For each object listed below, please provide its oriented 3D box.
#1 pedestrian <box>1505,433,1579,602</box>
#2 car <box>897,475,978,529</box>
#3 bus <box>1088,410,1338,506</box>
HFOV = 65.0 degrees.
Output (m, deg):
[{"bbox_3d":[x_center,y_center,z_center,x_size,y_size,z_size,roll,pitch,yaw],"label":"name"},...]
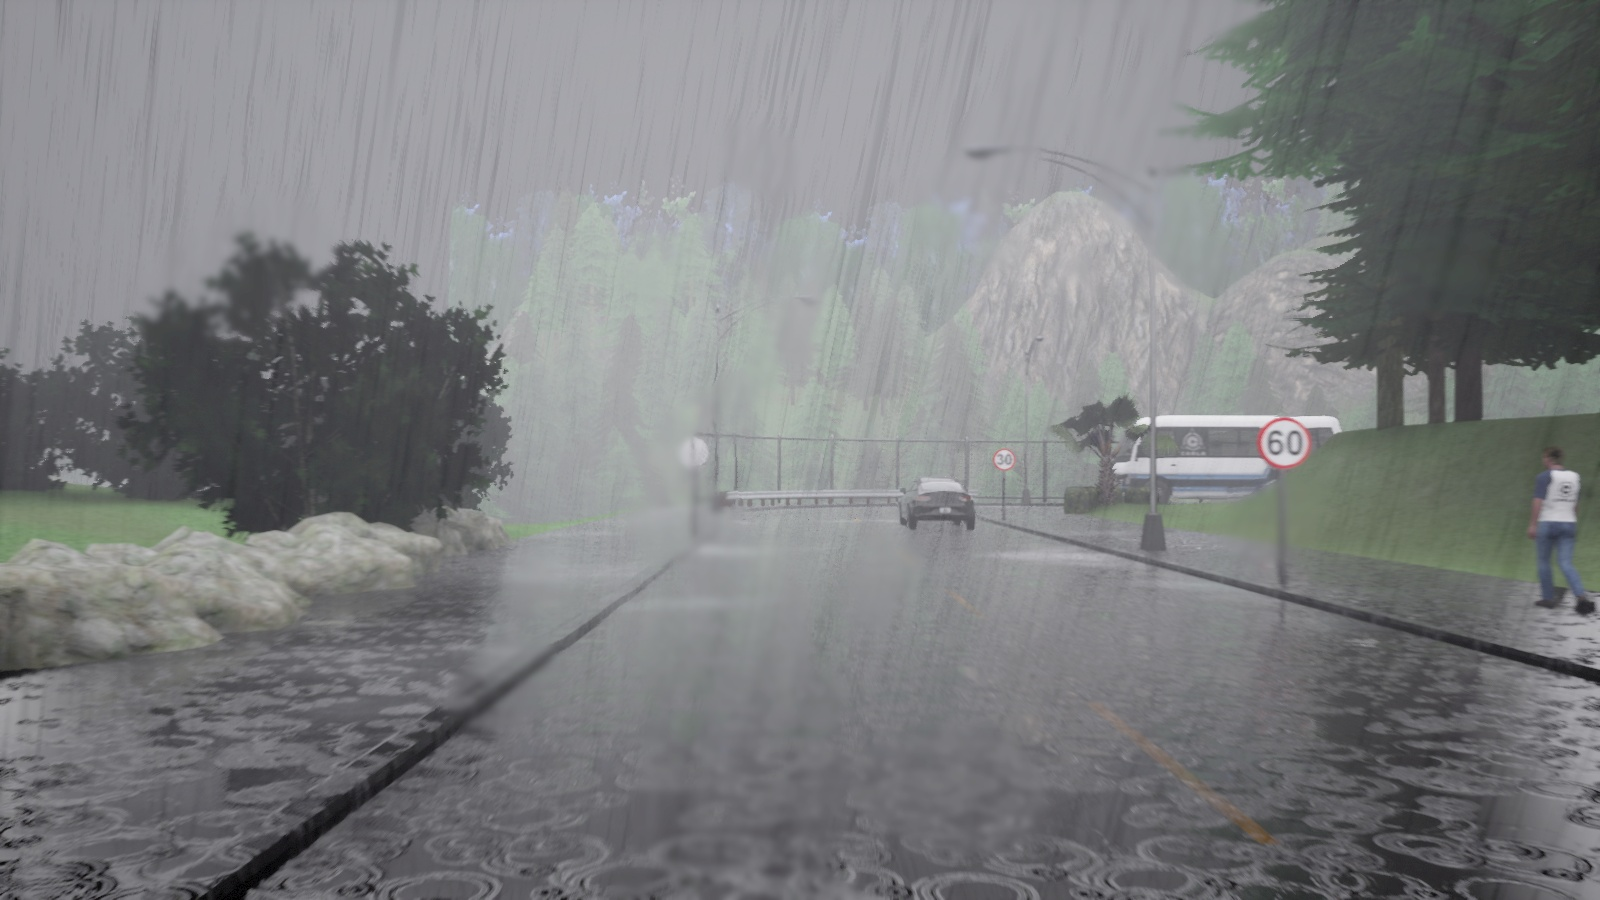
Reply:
[{"bbox_3d":[8.303,0.740,14.068,0.354,1.836,0.706,0,-1,-3],"label":"pedestrian"},{"bbox_3d":[3.913,1.465,36.380,1.812,1.442,4.674,0,-1,0],"label":"car"},{"bbox_3d":[19.035,0.390,58.447,10.273,4.253,3.944,0,-1,0],"label":"bus"}]
